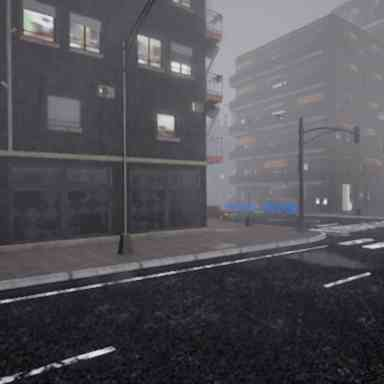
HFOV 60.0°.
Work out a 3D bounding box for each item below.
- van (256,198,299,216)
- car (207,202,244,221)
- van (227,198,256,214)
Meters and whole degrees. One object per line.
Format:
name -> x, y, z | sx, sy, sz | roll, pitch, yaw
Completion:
van -> 8.922, 1.474, 33.924 | 1.690, 1.788, 3.998 | -2, 0, -36
car -> 2.195, 1.786, 28.992 | 1.802, 1.307, 4.206 | -2, 0, -36
van -> 5.597, 1.548, 38.432 | 1.690, 1.788, 3.998 | -2, 0, -36
